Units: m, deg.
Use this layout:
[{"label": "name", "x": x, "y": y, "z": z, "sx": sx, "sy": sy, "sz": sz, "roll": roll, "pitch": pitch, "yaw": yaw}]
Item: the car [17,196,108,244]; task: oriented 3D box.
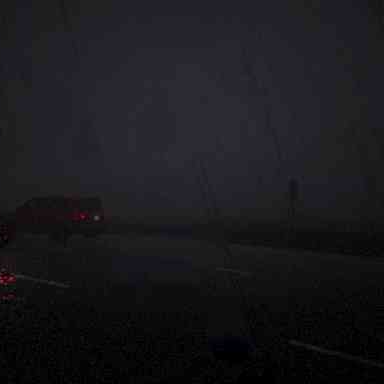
[{"label": "car", "x": -6.601, "y": 1.201, "z": 15.635, "sx": 5.566, "sy": 2.045, "sz": 2.150, "roll": 0, "pitch": 0, "yaw": 25}]

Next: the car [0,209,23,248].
[{"label": "car", "x": -9.210, "y": 1.488, "z": 12.919, "sx": 4.892, "sy": 1.490, "sz": 1.837, "roll": 0, "pitch": 0, "yaw": 23}]
